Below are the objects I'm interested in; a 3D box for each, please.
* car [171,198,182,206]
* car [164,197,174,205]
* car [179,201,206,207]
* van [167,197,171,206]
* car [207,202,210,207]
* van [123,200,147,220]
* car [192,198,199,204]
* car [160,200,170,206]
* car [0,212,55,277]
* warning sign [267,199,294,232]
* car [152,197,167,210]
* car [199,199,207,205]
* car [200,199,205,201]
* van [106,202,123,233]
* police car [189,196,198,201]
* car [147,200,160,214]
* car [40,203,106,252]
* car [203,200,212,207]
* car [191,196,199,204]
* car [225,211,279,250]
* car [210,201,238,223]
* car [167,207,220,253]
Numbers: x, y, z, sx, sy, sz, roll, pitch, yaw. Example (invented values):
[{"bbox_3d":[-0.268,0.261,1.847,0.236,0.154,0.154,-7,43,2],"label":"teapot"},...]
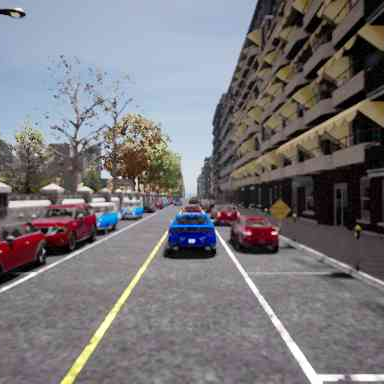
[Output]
[{"bbox_3d":[-3.020,2.306,71.063,1.812,1.442,4.674,0,-1,0],"label":"car"},{"bbox_3d":[-5.714,2.233,82.365,2.192,1.841,5.009,0,-1,0],"label":"car"},{"bbox_3d":[-0.005,1.839,29.382,1.812,1.442,4.674,0,0,0],"label":"car"},{"bbox_3d":[-5.709,2.058,65.472,1.690,1.788,3.998,0,-1,0],"label":"van"},{"bbox_3d":[2.681,1.920,31.694,1.802,1.307,4.206,0,-1,0],"label":"car"},{"bbox_3d":[-5.700,1.679,31.694,1.690,1.788,3.998,0,-1,0],"label":"van"},{"bbox_3d":[0.875,2.505,89.123,1.837,1.490,4.892,0,-1,0],"label":"car"},{"bbox_3d":[-5.711,2.366,71.100,1.802,1.307,4.206,0,-1,0],"label":"car"},{"bbox_3d":[-5.692,1.535,9.171,1.967,1.590,4.097,0,-1,0],"label":"car"},{"bbox_3d":[5.062,1.318,19.132,1.300,1.860,1.060,0,-1,0],"label":"warning sign"},{"bbox_3d":[-5.706,1.902,54.213,2.192,1.841,5.009,0,-1,0],"label":"car"},{"bbox_3d":[2.666,2.484,82.365,1.947,1.339,4.313,0,-1,0],"label":"car"},{"bbox_3d":[2.674,2.027,54.214,1.967,1.590,4.097,0,-1,0],"label":"car"},{"bbox_3d":[-5.696,1.558,20.433,1.690,1.788,3.998,0,-1,0],"label":"van"},{"bbox_3d":[0.421,2.313,79.424,1.930,1.638,5.238,0,-1,12],"label":"police car"},{"bbox_3d":[-5.703,2.026,42.951,1.947,1.339,4.313,0,-1,0],"label":"car"},{"bbox_3d":[-5.695,1.471,14.803,2.192,1.841,5.009,0,-1,0],"label":"car"},{"bbox_3d":[2.677,2.026,42.954,1.947,1.339,4.313,0,-1,0],"label":"car"},{"bbox_3d":[0.873,2.299,95.157,2.150,2.045,5.566,0,-1,0],"label":"car"},{"bbox_3d":[2.686,1.738,14.802,1.802,1.307,4.206,0,-1,0],"label":"car"},{"bbox_3d":[2.682,1.718,26.065,1.967,1.590,4.097,0,-1,0],"label":"car"},{"bbox_3d":[0.000,1.630,14.482,1.882,1.535,5.008,0,0,0],"label":"car"}]
